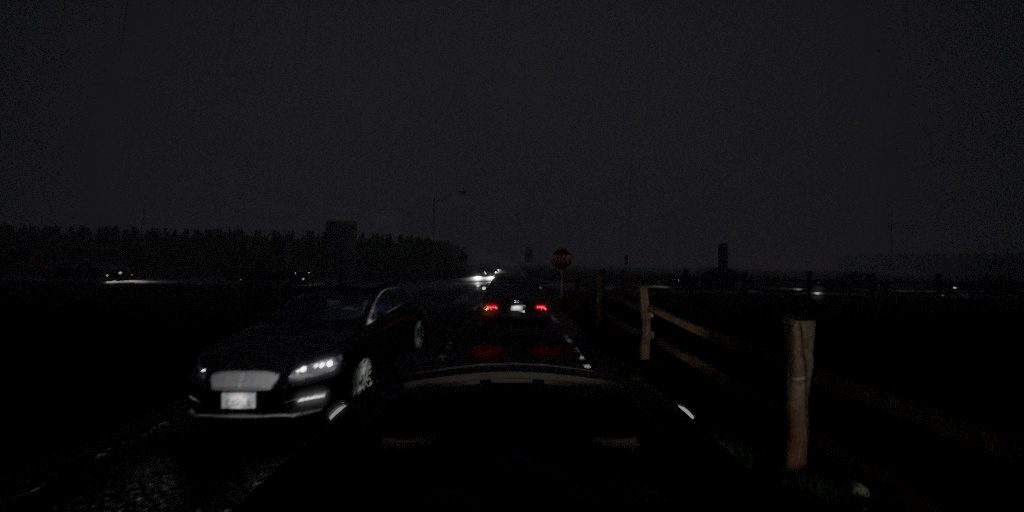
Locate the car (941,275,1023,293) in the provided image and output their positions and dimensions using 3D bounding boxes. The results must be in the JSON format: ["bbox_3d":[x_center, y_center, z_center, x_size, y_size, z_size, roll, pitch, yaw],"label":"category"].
[{"bbox_3d":[34.653,2.054,26.282,4.718,1.301,1.895,1,-1,0],"label":"car"}]

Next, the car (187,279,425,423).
[{"bbox_3d":[-2.857,1.249,6.191,2.128,1.511,4.902,0,0,0],"label":"car"}]

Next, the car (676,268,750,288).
[{"bbox_3d":[14.610,1.598,26.191,4.892,1.490,1.837,1,-1,0],"label":"car"}]

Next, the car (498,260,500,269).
[{"bbox_3d":[-2.944,1.383,50.325,2.033,1.411,5.357,0,0,0],"label":"car"}]

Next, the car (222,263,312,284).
[{"bbox_3d":[-15.593,1.123,23.056,4.718,1.301,1.895,1,-1,1],"label":"car"}]

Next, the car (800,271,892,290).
[{"bbox_3d":[24.389,1.816,26.242,5.357,1.411,2.033,1,-1,0],"label":"car"}]

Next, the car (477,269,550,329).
[{"bbox_3d":[0.022,1.314,11.227,2.033,1.411,5.357,0,0,-2],"label":"car"}]

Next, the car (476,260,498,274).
[{"bbox_3d":[-2.924,1.419,40.481,1.895,1.301,4.718,0,0,0],"label":"car"}]

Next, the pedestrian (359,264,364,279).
[{"bbox_3d":[-12.227,1.214,29.084,0.375,1.300,0.375,0,-2,0],"label":"pedestrian"}]

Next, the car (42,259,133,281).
[{"bbox_3d":[-27.152,0.883,23.039,4.181,1.385,1.994,1,-1,0],"label":"car"}]
